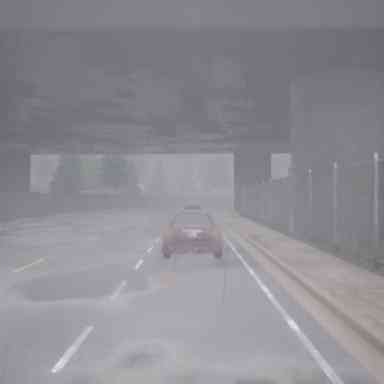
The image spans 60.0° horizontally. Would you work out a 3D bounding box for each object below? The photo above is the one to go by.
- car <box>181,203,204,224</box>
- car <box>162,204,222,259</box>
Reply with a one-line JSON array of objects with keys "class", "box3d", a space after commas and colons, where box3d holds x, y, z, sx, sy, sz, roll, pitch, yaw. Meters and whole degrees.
[{"class": "car", "box3d": [0.082, 1.800, 29.205, 1.882, 1.535, 5.008, 0, 0, 1]}, {"class": "car", "box3d": [0.026, 1.500, 13.378, 2.097, 1.767, 4.553, 0, -1, 0]}]
